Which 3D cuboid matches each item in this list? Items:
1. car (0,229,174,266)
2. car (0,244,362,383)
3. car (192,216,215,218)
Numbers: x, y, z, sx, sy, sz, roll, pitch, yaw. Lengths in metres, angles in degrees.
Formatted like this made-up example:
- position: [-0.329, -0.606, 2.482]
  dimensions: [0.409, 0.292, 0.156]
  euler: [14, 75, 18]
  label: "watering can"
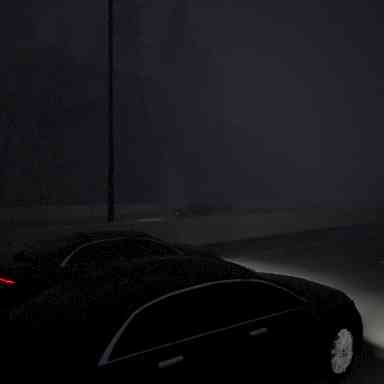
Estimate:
- position: [-1.470, 1.561, 7.043]
  dimensions: [4.892, 1.490, 1.837]
  euler: [0, 0, -37]
  label: "car"
- position: [0.073, 1.531, 3.816]
  dimensions: [4.892, 1.490, 1.837]
  euler: [0, 0, -37]
  label: "car"
- position: [0.438, 1.697, 31.337]
  dimensions: [4.892, 1.490, 1.837]
  euler: [1, -1, -41]
  label: "car"
